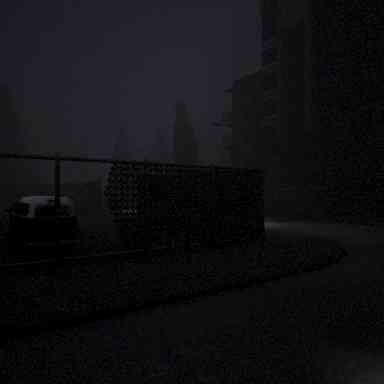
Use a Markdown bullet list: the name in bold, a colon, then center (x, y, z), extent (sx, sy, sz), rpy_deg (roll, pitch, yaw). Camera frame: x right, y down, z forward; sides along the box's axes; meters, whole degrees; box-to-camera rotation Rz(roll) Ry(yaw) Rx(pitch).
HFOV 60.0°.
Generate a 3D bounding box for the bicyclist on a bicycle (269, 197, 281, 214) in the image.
- **bicyclist on a bicycle**: center (7.951, 1.341, 31.774), extent (1.656, 1.620, 0.582), rpy_deg (0, 0, -36)
